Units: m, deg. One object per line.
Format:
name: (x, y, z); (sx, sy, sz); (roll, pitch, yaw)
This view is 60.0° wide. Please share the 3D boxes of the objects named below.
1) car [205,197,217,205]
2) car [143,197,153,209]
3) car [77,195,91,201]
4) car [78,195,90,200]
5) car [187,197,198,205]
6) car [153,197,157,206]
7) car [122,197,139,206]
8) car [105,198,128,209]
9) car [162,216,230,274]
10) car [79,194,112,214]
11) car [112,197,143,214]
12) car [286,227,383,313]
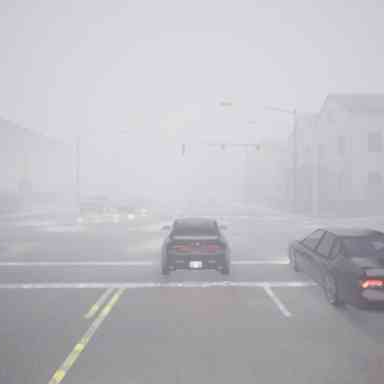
car: (3.509, 1.628, 61.011); (2.033, 1.411, 5.357); (0, 0, 0)
car: (-7.082, 1.567, 46.480); (1.837, 1.490, 4.892); (0, 0, 0)
car: (-28.166, 1.569, 86.738); (2.038, 1.542, 4.974); (0, 0, -36)
car: (-28.197, 1.412, 86.779); (1.853, 1.218, 4.536); (0, 0, -36)
car: (0.010, 1.630, 61.011); (2.033, 1.411, 5.357); (0, 0, 0)
car: (-7.029, 1.624, 56.891); (2.033, 1.411, 5.357); (0, 0, 1)
car: (-10.524, 1.582, 57.249); (1.837, 1.490, 4.892); (0, 0, 0)
car: (-10.579, 1.611, 47.057); (2.033, 1.411, 5.357); (0, 0, 0)
car: (0.098, 1.521, 10.631); (1.837, 1.490, 4.892); (0, 0, 0)
car: (-10.594, 1.271, 36.811); (2.150, 2.045, 5.566); (0, 0, 0)
car: (-7.092, 1.527, 37.025); (1.882, 1.535, 5.008); (0, 0, 0)
car: (3.711, 1.558, 7.893); (2.033, 1.411, 5.357); (0, 0, 3)
